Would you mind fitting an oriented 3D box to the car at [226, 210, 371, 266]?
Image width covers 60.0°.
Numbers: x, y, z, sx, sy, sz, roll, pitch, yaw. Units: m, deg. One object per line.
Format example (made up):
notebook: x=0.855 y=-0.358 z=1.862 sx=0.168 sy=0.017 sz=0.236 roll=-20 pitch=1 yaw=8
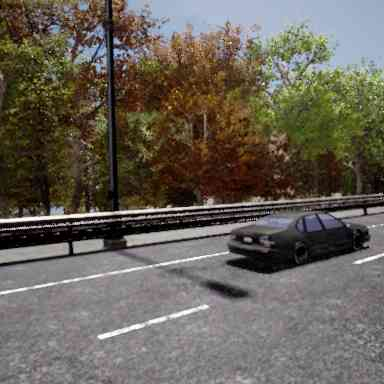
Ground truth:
car: x=3.566 y=1.295 z=10.646 sx=5.357 sy=1.411 sz=2.033 roll=-2 pitch=1 yaw=-36
